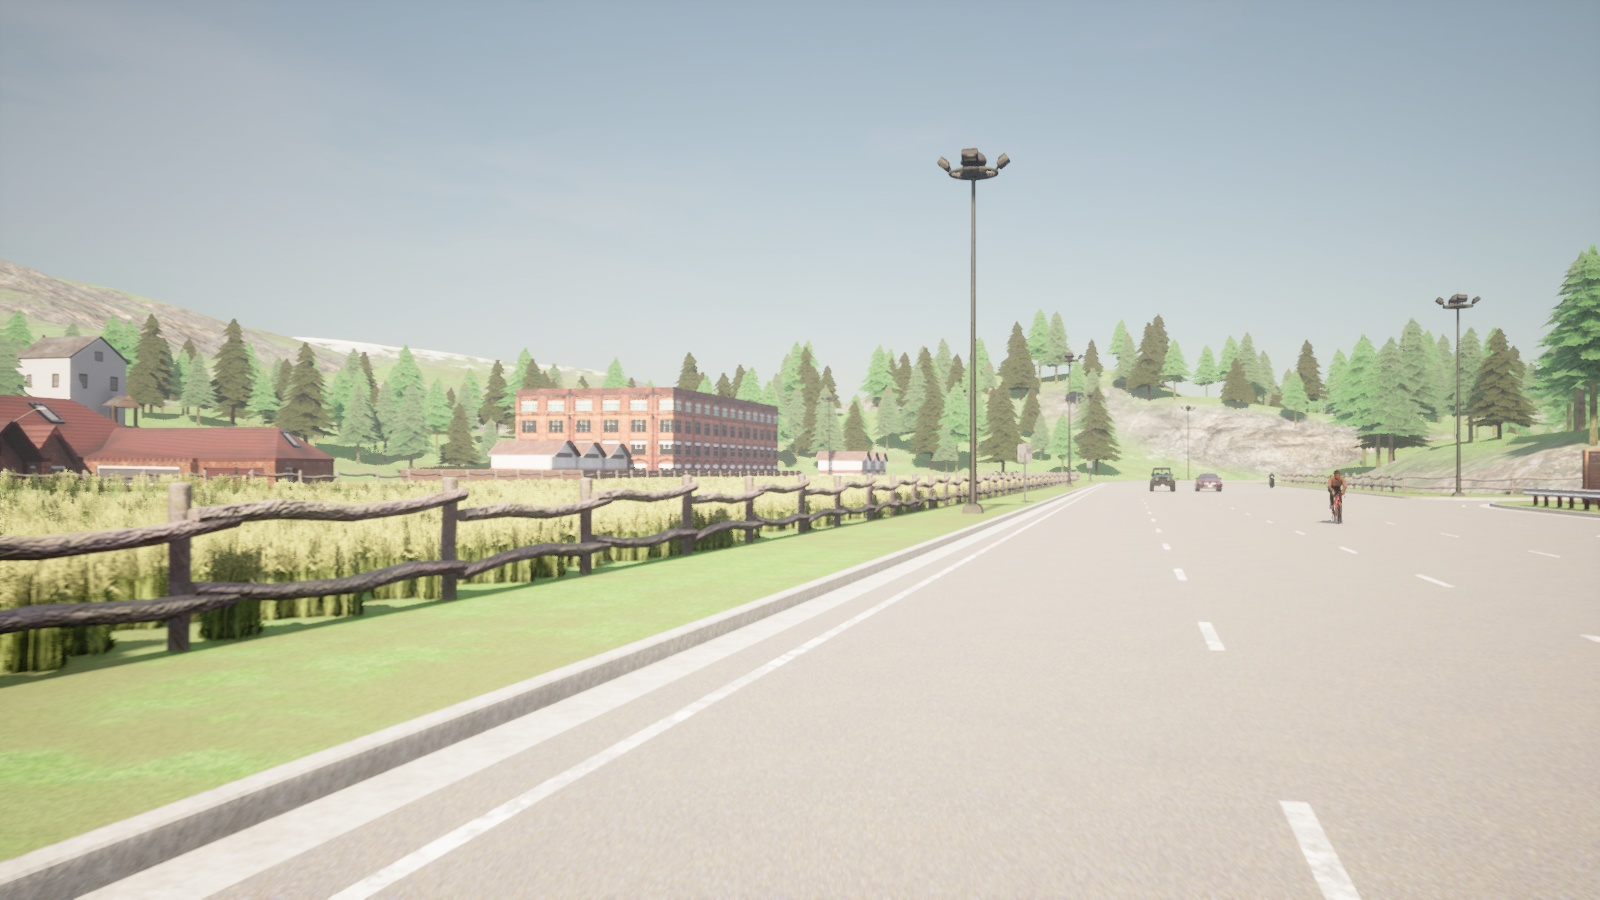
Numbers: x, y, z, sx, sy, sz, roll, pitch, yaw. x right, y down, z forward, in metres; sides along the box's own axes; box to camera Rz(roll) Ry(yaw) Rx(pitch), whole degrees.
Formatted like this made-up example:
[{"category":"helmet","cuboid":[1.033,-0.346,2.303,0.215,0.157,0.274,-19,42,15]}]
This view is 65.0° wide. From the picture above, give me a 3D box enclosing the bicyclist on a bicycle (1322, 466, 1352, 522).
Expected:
[{"category":"bicyclist on a bicycle","cuboid":[16.041,1.292,37.523,0.582,1.620,1.656,0,-1,15]}]
